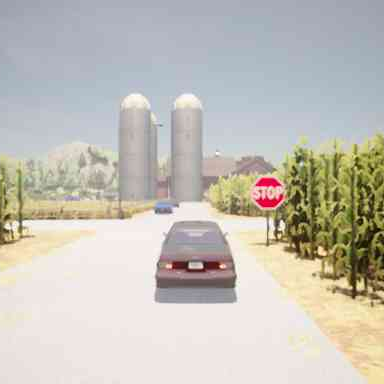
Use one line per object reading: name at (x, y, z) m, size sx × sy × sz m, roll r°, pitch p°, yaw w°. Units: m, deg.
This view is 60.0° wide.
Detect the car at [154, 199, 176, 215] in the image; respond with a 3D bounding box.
car at (-3.141, 1.680, 37.314) m, size 1.882 × 1.535 × 5.008 m, roll 0°, pitch -1°, yaw 0°

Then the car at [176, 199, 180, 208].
car at (-3.081, 1.823, 55.200) m, size 1.882 × 1.535 × 5.008 m, roll 0°, pitch -1°, yaw 1°

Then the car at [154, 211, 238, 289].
car at (0.089, 1.483, 9.071) m, size 2.033 × 1.411 × 5.357 m, roll 0°, pitch 0°, yaw 0°
